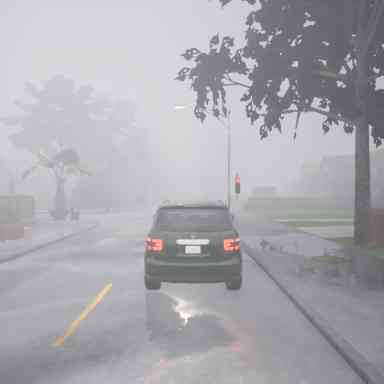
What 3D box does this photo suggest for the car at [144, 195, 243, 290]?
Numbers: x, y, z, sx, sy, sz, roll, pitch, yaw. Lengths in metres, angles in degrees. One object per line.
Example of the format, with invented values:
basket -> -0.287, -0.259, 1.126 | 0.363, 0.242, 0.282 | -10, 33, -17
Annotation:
car -> 0.045, 1.221, 9.205 | 2.150, 2.045, 5.566 | 0, 0, 1

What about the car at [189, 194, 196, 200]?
car -> 0.078, 1.356, 88.161 | 1.812, 1.442, 4.674 | 0, 0, 0

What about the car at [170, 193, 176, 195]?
car -> -4.046, 1.352, 52.444 | 2.097, 1.767, 4.553 | 0, 0, 0

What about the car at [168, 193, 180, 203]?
car -> -3.935, 1.225, 73.359 | 2.150, 2.045, 5.566 | 0, 0, 0

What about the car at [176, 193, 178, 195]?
car -> -4.003, 1.491, 62.846 | 2.128, 1.511, 4.902 | 0, 0, 0
